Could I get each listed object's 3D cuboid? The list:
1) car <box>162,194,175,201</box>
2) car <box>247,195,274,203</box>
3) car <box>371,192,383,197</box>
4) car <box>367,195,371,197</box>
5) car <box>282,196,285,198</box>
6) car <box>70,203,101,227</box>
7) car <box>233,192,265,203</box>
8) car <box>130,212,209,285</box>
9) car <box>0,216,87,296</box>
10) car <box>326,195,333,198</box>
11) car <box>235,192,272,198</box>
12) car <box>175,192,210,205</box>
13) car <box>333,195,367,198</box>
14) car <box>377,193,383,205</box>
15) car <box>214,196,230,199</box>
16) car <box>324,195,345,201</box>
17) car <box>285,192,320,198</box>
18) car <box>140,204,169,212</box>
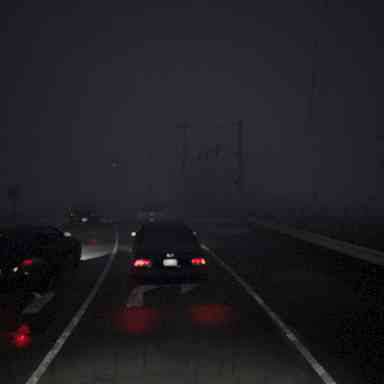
[{"bbox_3d":[-3.603,1.207,63.018,4.553,1.767,2.097,0,0,-17],"label":"car"},{"bbox_3d":[14.072,1.354,68.349,4.902,1.511,2.128,0,0,-17],"label":"car"},{"bbox_3d":[39.234,1.040,66.621,5.566,2.045,2.150,0,0,-27],"label":"car"},{"bbox_3d":[39.136,1.321,74.677,4.902,1.511,2.128,0,0,-31],"label":"car"},{"bbox_3d":[20.798,1.053,66.742,5.566,2.045,2.150,0,0,-17],"label":"car"},{"bbox_3d":[-7.111,1.484,22.189,1.812,1.442,4.674,0,0,-16],"label":"car"},{"bbox_3d":[10.884,1.064,63.726,5.566,2.045,2.150,0,0,-17],"label":"car"},{"bbox_3d":[-0.763,1.525,9.476,2.033,1.411,5.357,0,0,-7],"label":"car"},{"bbox_3d":[-4.205,1.547,8.585,1.994,1.385,4.181,0,0,-7],"label":"car"},{"bbox_3d":[30.230,1.353,70.001,5.357,1.411,2.033,0,0,-20],"label":"car"},{"bbox_3d":[10.076,1.082,56.239,5.566,2.045,2.150,0,0,-16],"label":"car"},{"bbox_3d":[0.154,1.227,53.226,4.553,1.767,2.097,0,0,-17],"label":"car"},{"bbox_3d":[29.462,1.310,62.172,5.008,1.535,1.882,0,0,-20],"label":"car"},{"bbox_3d":[31.922,1.332,51.853,5.008,1.535,1.882,0,0,-19],"label":"car"},{"bbox_3d":[5.725,1.405,65.802,4.181,1.385,1.994,0,0,-17],"label":"car"},{"bbox_3d":[32.047,1.353,74.702,4.181,1.385,1.994,0,0,-23],"label":"car"},{"bbox_3d":[19.998,1.068,59.228,5.566,2.045,2.150,0,0,-16],"label":"car"},{"bbox_3d":[-2.702,1.550,24.339,1.895,1.301,4.718,0,0,-1],"label":"car"}]
